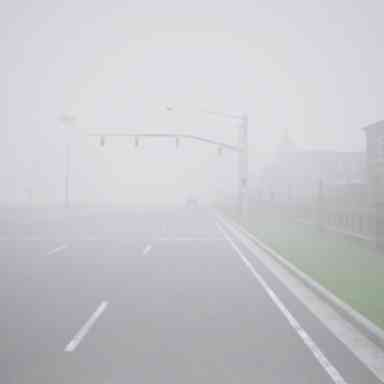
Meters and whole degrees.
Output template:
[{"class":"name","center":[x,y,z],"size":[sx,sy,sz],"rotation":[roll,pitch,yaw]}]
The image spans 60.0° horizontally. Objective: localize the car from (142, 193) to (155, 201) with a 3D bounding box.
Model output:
[{"class":"car","center":[-10.492,1.501,78.492],"size":[1.994,1.385,4.181],"rotation":[0,0,0]}]

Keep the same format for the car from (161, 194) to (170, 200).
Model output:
[{"class":"car","center":[-6.991,1.337,88.529],"size":[1.994,1.385,4.181],"rotation":[0,0,0]}]

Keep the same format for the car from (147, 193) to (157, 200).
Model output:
[{"class":"car","center":[-10.491,1.139,88.499],"size":[2.097,1.767,4.553],"rotation":[0,0,0]}]

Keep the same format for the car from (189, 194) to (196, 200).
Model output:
[{"class":"car","center":[0.009,1.309,88.528],"size":[1.812,1.442,4.674],"rotation":[0,0,0]}]

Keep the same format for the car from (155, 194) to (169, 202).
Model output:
[{"class":"car","center":[-6.992,1.427,78.109],"size":[1.882,1.535,5.008],"rotation":[0,0,0]}]

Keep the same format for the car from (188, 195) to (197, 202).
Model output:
[{"class":"car","center":[0.008,1.489,78.108],"size":[2.033,1.411,5.357],"rotation":[0,0,0]}]

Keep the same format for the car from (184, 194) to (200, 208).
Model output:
[{"class":"car","center":[0.005,1.478,47.495],"size":[1.837,1.490,4.892],"rotation":[0,0,0]}]

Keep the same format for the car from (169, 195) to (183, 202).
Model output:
[{"class":"car","center":[-3.492,1.474,78.108],"size":[2.128,1.511,4.902],"rotation":[0,0,0]}]

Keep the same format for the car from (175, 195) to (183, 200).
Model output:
[{"class":"car","center":[-3.491,1.379,88.558],"size":[1.895,1.301,4.718],"rotation":[0,0,0]}]
